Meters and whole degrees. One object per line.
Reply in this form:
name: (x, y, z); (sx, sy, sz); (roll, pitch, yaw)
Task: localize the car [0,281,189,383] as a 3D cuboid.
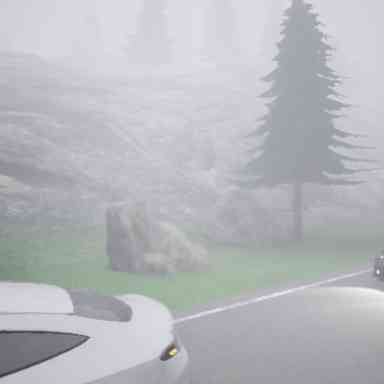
car: (-2.191, 1.524, 2.412); (4.674, 1.442, 1.812); (0, 0, -35)

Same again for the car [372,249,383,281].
car: (6.475, 1.601, 8.510); (4.181, 1.385, 1.994); (0, 0, -35)
